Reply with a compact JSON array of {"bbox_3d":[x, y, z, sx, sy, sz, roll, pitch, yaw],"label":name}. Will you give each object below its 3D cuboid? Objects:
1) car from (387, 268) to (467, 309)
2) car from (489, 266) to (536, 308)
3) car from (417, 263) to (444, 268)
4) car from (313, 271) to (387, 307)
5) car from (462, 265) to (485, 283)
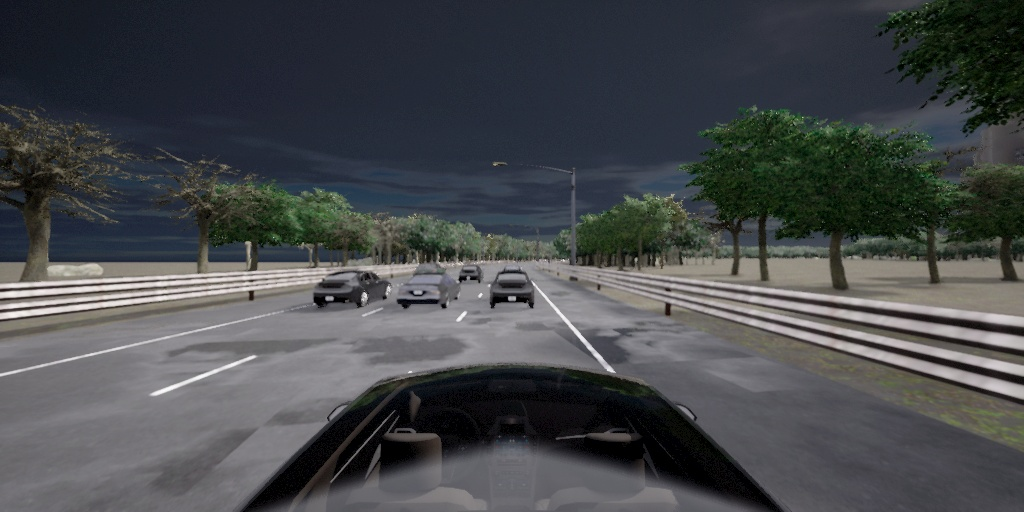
[{"bbox_3d":[-3.493,1.430,15.846,2.033,1.411,5.357,0,-1,0],"label":"car"},{"bbox_3d":[0.010,1.394,16.159,1.837,1.490,4.892,0,0,0],"label":"car"},{"bbox_3d":[-6.984,1.374,30.932,2.097,1.767,4.553,0,-1,0],"label":"car"},{"bbox_3d":[-6.990,1.394,16.168,1.837,1.490,4.892,0,0,0],"label":"car"},{"bbox_3d":[-3.483,1.533,31.154,1.837,1.490,4.892,0,0,0],"label":"car"}]
